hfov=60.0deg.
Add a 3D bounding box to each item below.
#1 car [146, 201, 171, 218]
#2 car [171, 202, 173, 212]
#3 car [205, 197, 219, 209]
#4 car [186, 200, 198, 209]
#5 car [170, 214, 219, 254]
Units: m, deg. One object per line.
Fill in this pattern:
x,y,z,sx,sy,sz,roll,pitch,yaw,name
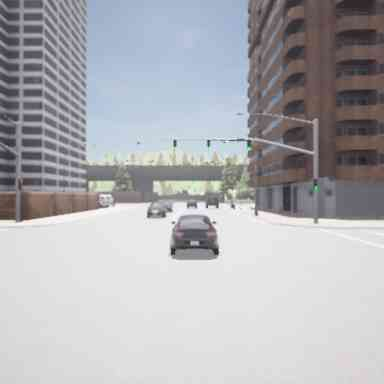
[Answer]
-3.601,1.836,34.570,2.128,1.511,4.902,0,-1,-1,car
-3.542,1.939,44.973,2.128,1.511,4.902,0,-1,1,car
3.499,1.795,57.757,2.150,2.045,5.566,0,-1,0,car
0.000,2.072,57.043,1.837,1.490,4.892,0,-1,0,car
0.089,1.666,14.029,1.812,1.442,4.674,0,-1,0,car
